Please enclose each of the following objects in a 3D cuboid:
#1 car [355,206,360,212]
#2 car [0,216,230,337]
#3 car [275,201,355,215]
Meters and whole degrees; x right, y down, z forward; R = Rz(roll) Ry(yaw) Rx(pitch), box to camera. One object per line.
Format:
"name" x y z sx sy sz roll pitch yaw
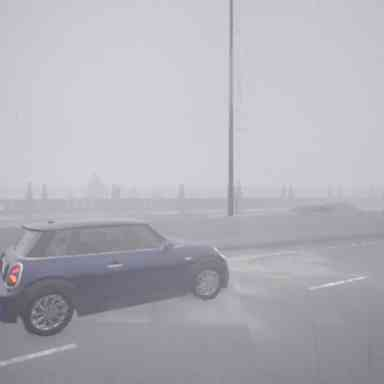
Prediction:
"car" 10.318 1.427 25.004 4.892 1.490 1.837 1 0 -22
"car" -1.403 1.319 6.797 4.553 1.767 2.097 0 0 -34
"car" 6.982 1.439 19.725 4.892 1.490 1.837 0 0 -25
